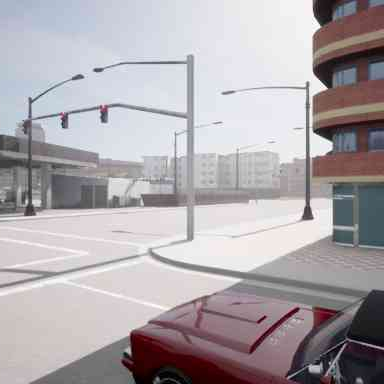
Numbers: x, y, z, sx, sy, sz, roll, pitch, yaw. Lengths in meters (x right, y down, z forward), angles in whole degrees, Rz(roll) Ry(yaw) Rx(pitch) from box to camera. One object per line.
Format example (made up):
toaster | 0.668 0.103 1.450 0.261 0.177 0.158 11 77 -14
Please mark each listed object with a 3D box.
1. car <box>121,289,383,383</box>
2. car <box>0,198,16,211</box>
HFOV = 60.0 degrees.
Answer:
car | 1.605 1.601 2.828 4.718 1.301 1.895 0 0 36
car | -22.264 1.456 38.776 3.806 1.475 1.970 0 0 36
